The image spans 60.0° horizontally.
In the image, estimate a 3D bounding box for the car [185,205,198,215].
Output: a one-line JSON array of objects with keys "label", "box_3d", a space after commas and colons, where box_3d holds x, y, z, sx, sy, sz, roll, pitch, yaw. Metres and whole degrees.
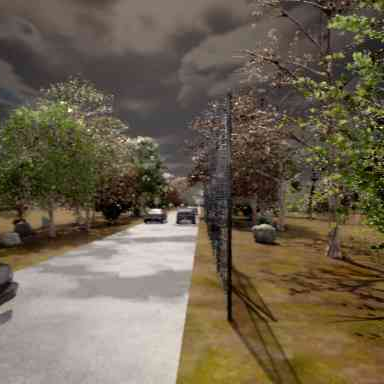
[{"label": "car", "box_3d": [-0.017, 2.906, 53.561, 2.033, 1.411, 5.357, 0, -1, 2]}]

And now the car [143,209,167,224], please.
[{"label": "car", "box_3d": [-3.549, 2.377, 33.173, 2.033, 1.411, 5.357, 0, -1, 2]}]

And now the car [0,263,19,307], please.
[{"label": "car", "box_3d": [-4.665, 1.640, 4.310, 2.033, 1.411, 5.357, 0, -1, 8]}]

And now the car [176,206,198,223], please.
[{"label": "car", "box_3d": [-0.583, 2.376, 34.438, 1.837, 1.490, 4.892, 0, -1, 2]}]
